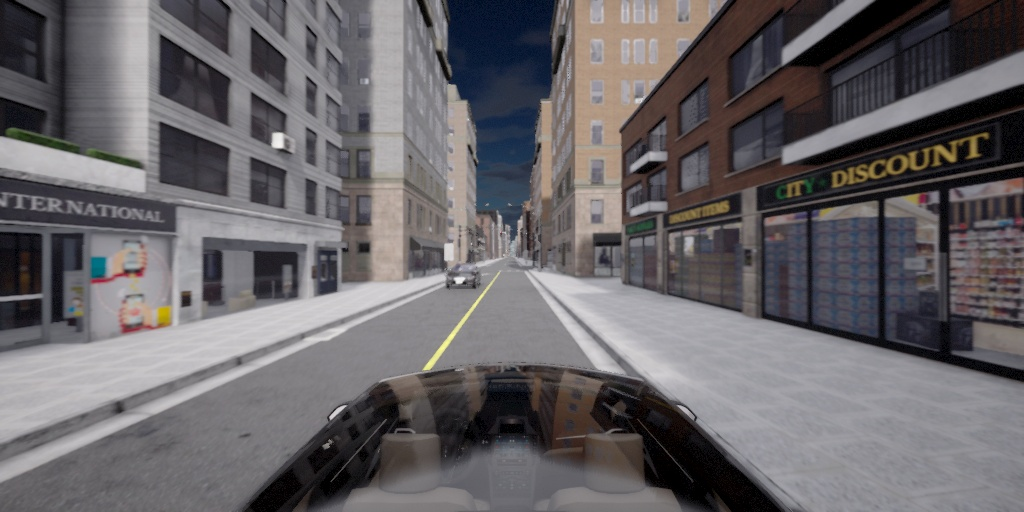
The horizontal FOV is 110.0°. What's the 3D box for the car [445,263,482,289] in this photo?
[{"bbox_3d":[-3.003,1.236,22.872,2.128,1.511,4.902,0,0,0],"label":"car"}]
